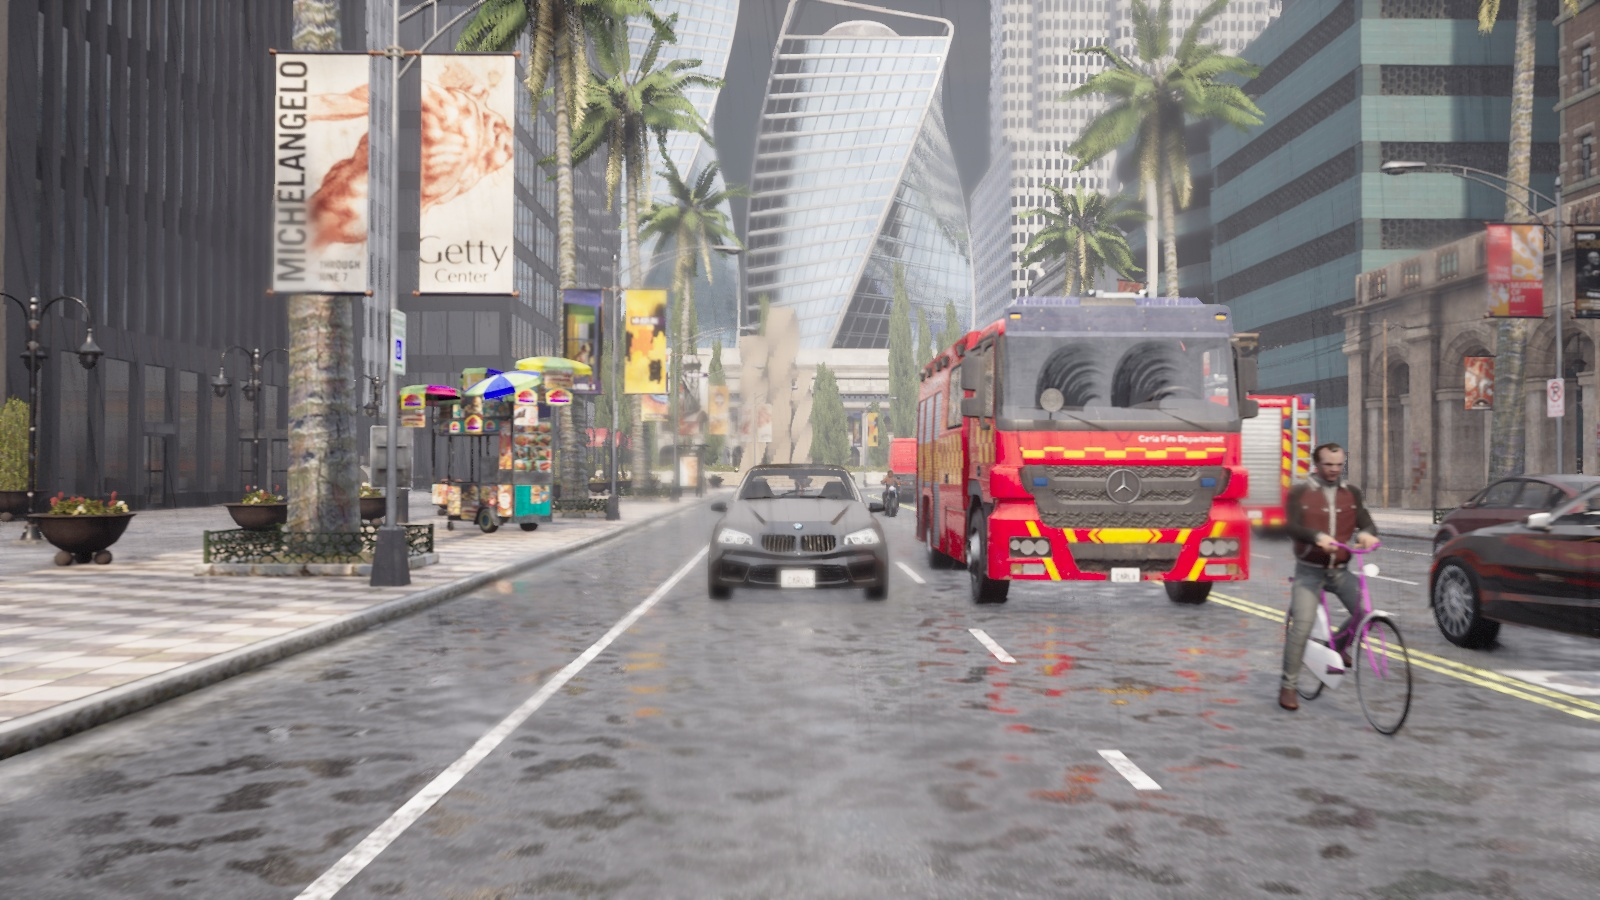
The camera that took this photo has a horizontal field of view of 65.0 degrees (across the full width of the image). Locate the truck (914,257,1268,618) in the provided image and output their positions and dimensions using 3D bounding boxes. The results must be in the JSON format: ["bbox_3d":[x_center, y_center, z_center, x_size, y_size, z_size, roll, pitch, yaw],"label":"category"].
[{"bbox_3d":[3.472,-0.070,17.575,2.891,3.827,8.468,0,-1,0],"label":"truck"}]

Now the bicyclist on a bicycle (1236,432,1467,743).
[{"bbox_3d":[3.483,0.807,8.128,0.659,1.776,1.843,0,-1,0],"label":"bicyclist on a bicycle"}]

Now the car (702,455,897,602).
[{"bbox_3d":[-0.020,0.939,16.724,2.242,1.667,4.611,0,-1,0],"label":"car"}]

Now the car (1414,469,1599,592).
[{"bbox_3d":[10.475,1.048,17.725,1.789,1.549,3.705,0,-1,0],"label":"car"}]

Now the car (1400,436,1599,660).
[{"bbox_3d":[6.981,0.730,9.823,2.152,1.651,5.027,0,-1,0],"label":"car"}]

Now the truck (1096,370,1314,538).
[{"bbox_3d":[10.288,0.162,33.044,2.891,3.827,8.468,0,-1,-1],"label":"truck"}]

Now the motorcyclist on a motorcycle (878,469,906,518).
[{"bbox_3d":[3.154,1.479,43.390,0.766,1.649,2.350,0,-1,-1],"label":"motorcyclist on a motorcycle"}]

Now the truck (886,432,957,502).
[{"bbox_3d":[6.341,0.924,66.679,2.891,3.462,7.936,0,-1,-1],"label":"truck"}]
